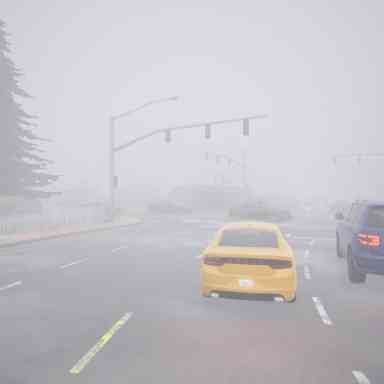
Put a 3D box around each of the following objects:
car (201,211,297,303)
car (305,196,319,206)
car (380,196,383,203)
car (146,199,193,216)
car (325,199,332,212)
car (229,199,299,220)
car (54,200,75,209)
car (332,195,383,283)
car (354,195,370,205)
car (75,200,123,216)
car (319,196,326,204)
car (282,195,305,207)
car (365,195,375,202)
[{"bbox_3d":[1.483,1.478,8.390,1.882,1.535,5.008,0,0,12],"label":"car"},{"bbox_3d":[18.654,1.526,53.873,1.812,1.442,4.674,0,0,32],"label":"car"},{"bbox_3d":[40.442,1.540,69.221,2.033,1.411,5.357,0,0,31],"label":"car"},{"bbox_3d":[-2.295,1.533,33.811,5.008,1.535,1.882,0,0,30],"label":"car"},{"bbox_3d":[16.886,1.542,37.465,1.812,1.442,4.674,1,1,37],"label":"car"},{"bbox_3d":[5.089,1.527,25.001,4.902,1.511,2.128,0,0,32],"label":"car"},{"bbox_3d":[-15.109,1.656,41.667,4.718,1.301,1.895,0,0,32],"label":"car"},{"bbox_3d":[5.446,1.221,9.425,2.150,2.045,5.566,0,0,19],"label":"car"},{"bbox_3d":[29.834,1.352,58.382,2.097,1.767,4.553,0,0,31],"label":"car"},{"bbox_3d":[-9.349,1.656,33.968,4.718,1.301,1.895,0,0,32],"label":"car"},{"bbox_3d":[24.150,1.492,62.738,2.128,1.511,4.902,0,0,32],"label":"car"},{"bbox_3d":[13.304,1.547,45.136,2.033,1.411,5.357,0,0,31],"label":"car"},{"bbox_3d":[42.853,1.500,79.877,1.837,1.490,4.892,0,0,31],"label":"car"}]
